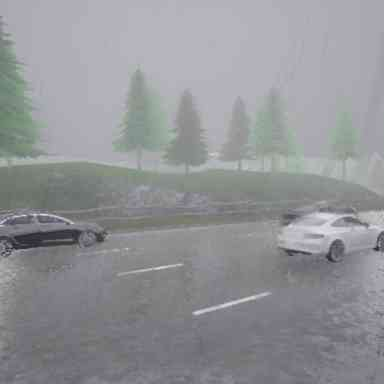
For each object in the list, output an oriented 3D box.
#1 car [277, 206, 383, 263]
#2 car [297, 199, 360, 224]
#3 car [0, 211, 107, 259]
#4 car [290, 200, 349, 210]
[{"bbox_3d":[4.909,1.429,11.546,4.674,1.442,1.812,-1,0,-35],"label":"car"},{"bbox_3d":[9.768,1.311,23.612,4.892,1.490,1.837,-1,1,-35],"label":"car"},{"bbox_3d":[-5.716,1.469,12.568,4.902,1.511,2.128,-1,0,-35],"label":"car"},{"bbox_3d":[6.581,1.369,17.038,4.892,1.490,1.837,-1,1,-35],"label":"car"}]
